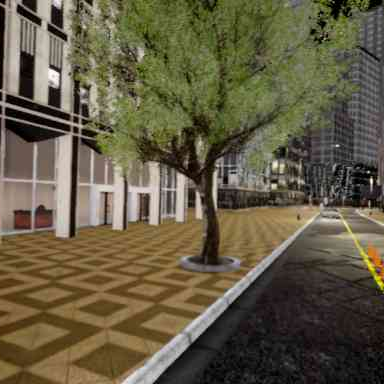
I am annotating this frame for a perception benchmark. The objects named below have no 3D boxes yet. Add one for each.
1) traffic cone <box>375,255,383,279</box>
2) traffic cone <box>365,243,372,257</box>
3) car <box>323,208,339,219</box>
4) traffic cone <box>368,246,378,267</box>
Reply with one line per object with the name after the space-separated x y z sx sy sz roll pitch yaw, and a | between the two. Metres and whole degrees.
5.706 2.257 9.840 0.340 0.580 0.340 1 -1 23 | traffic cone
7.257 2.353 13.526 0.340 0.580 0.340 1 -1 23 | traffic cone
17.837 2.731 42.708 1.895 1.301 4.718 1 -1 23 | car
6.481 2.305 11.683 0.340 0.580 0.340 1 -1 23 | traffic cone
